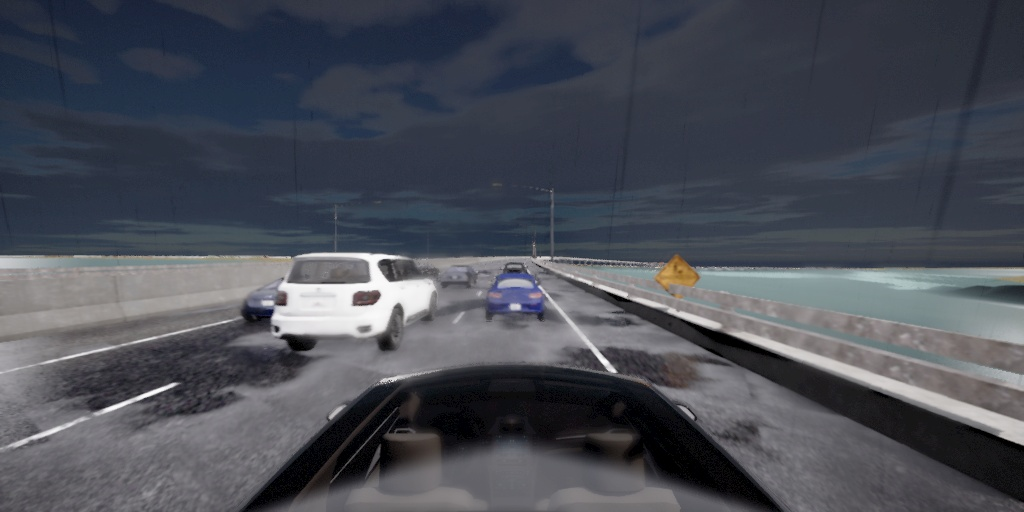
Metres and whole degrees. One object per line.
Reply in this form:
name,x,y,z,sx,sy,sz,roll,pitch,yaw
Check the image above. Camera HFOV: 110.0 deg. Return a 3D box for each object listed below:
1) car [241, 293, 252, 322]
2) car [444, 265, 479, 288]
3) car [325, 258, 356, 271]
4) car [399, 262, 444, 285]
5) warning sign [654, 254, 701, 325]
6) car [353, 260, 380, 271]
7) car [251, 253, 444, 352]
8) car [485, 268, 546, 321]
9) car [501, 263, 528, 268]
car,-6.907,1.319,12.198,1.994,1.385,4.181,0,0,1
car,-3.364,1.311,23.794,2.033,1.411,5.357,0,0,1
car,-24.125,1.120,50.691,2.097,1.767,4.553,0,0,1
car,-6.801,1.257,27.601,2.128,1.511,4.902,0,0,1
warning sign,4.561,0.873,9.867,1.300,1.860,1.060,0,0,0
car,-20.622,1.331,50.955,1.994,1.385,4.181,0,0,1
car,-3.442,0.971,9.094,2.150,2.045,5.566,0,-1,1
car,0.094,1.284,12.333,1.812,1.442,4.674,0,0,0
car,0.200,1.271,27.650,1.837,1.490,4.892,0,1,1
